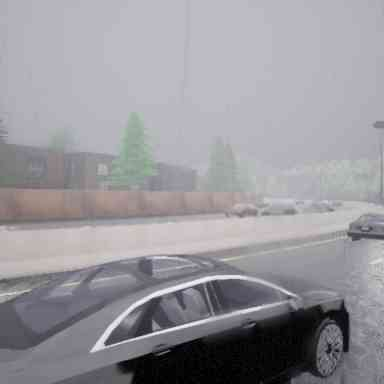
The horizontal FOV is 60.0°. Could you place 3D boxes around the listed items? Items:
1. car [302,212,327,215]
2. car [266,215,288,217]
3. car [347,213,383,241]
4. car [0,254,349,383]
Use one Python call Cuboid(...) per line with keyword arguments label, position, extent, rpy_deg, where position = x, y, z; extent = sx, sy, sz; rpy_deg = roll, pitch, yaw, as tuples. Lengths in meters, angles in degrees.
Cuboid(label="car", position=(11.515, 1.836, 30.210), extent=(2.128, 1.511, 4.902), rpy_deg=(0, -1, 37))
Cuboid(label="car", position=(8.523, 1.877, 31.951), extent=(2.033, 1.411, 5.357), rpy_deg=(0, -1, 38))
Cuboid(label="car", position=(9.755, 1.773, 17.149), extent=(2.033, 1.411, 5.357), rpy_deg=(0, -1, 44))
Cuboid(label="car", position=(-0.020, 1.521, 3.906), extent=(4.902, 1.511, 2.128), rpy_deg=(1, 0, -37))
